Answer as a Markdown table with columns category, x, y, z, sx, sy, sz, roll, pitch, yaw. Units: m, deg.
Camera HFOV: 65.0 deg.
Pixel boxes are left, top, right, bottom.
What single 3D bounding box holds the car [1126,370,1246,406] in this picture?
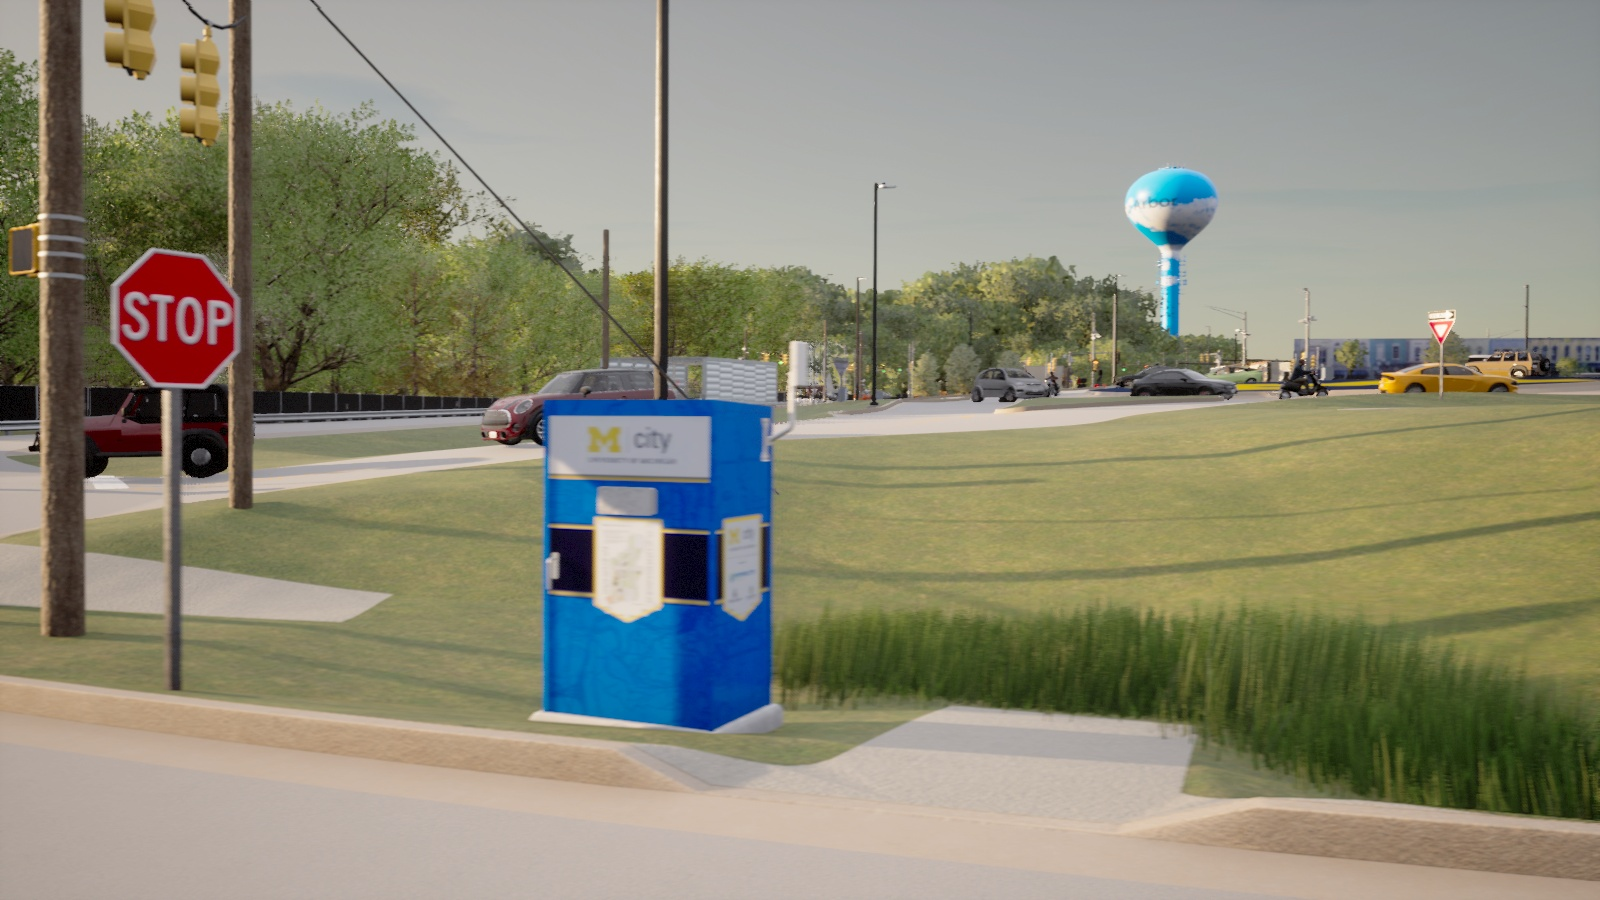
| category | x | y | z | sx | sy | sz | roll | pitch | yaw |
| --- | --- | --- | --- | --- | --- | --- | --- | --- | --- |
| car | 16.739 | -2.667 | 54.637 | 1.812 | 1.442 | 4.674 | -6 | 5 | -43 |

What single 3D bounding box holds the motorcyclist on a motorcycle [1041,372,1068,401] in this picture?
| category | x | y | z | sx | sy | sz | roll | pitch | yaw |
| --- | --- | --- | --- | --- | --- | --- | --- | --- | --- |
| motorcyclist on a motorcycle | 15.319 | -3.810 | 75.540 | 0.766 | 1.649 | 2.350 | -5 | 1 | 28 |

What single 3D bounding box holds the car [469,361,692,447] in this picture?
| category | x | y | z | sx | sy | sz | roll | pitch | yaw |
| --- | --- | --- | --- | --- | --- | --- | --- | --- | --- |
| car | -4.984 | -1.090 | 28.868 | 4.553 | 1.767 | 2.097 | -4 | 4 | -39 |

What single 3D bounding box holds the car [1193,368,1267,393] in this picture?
| category | x | y | z | sx | sy | sz | roll | pitch | yaw |
| --- | --- | --- | --- | --- | --- | --- | --- | --- | --- |
| car | 29.458 | -4.759 | 86.111 | 4.514 | 1.525 | 2.007 | -1 | 1 | 11 |

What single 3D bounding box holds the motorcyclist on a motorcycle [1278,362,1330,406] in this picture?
| category | x | y | z | sx | sy | sz | roll | pitch | yaw |
| --- | --- | --- | --- | --- | --- | --- | --- | --- | --- |
| motorcyclist on a motorcycle | 19.149 | -2.509 | 47.711 | 1.817 | 1.590 | 0.866 | -1 | 0 | 22 |

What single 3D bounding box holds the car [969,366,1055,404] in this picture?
| category | x | y | z | sx | sy | sz | roll | pitch | yaw |
| --- | --- | --- | --- | --- | --- | --- | --- | --- | --- |
| car | 9.471 | -2.879 | 56.469 | 1.851 | 1.617 | 3.988 | 0 | 2 | -25 |

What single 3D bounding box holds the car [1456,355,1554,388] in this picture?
| category | x | y | z | sx | sy | sz | roll | pitch | yaw |
| --- | --- | --- | --- | --- | --- | --- | --- | --- | --- |
| car | 41.269 | -4.571 | 73.577 | 1.932 | 1.855 | 4.605 | -2 | 4 | -31 |

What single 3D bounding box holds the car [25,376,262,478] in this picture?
| category | x | y | z | sx | sy | sz | roll | pitch | yaw |
| --- | --- | --- | --- | --- | --- | --- | --- | --- | --- |
| car | -12.829 | -0.488 | 24.814 | 3.866 | 1.878 | 1.905 | -1 | 2 | -19 |

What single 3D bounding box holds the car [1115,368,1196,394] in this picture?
| category | x | y | z | sx | sy | sz | roll | pitch | yaw |
| --- | --- | --- | --- | --- | --- | --- | --- | --- | --- |
| car | 23.333 | -4.539 | 82.564 | 5.008 | 1.535 | 1.882 | -1 | 2 | 13 |

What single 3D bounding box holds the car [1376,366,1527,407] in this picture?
| category | x | y | z | sx | sy | sz | roll | pitch | yaw |
| --- | --- | --- | --- | --- | --- | --- | --- | --- | --- |
| car | 26.072 | -2.560 | 50.420 | 5.008 | 1.535 | 1.882 | 1 | 6 | 11 |
